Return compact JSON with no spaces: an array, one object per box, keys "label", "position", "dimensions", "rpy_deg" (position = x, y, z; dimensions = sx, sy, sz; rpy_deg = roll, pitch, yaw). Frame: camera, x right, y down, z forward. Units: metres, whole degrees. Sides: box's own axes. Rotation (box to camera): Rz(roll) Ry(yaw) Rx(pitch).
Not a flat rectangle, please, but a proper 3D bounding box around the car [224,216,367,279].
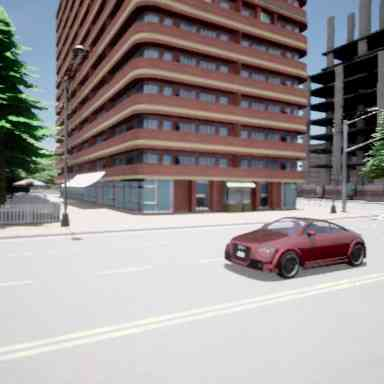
[{"label":"car","position":[3.010,1.422,9.535],"dimensions":[4.181,1.385,1.994],"rpy_deg":[0,1,-29]}]
